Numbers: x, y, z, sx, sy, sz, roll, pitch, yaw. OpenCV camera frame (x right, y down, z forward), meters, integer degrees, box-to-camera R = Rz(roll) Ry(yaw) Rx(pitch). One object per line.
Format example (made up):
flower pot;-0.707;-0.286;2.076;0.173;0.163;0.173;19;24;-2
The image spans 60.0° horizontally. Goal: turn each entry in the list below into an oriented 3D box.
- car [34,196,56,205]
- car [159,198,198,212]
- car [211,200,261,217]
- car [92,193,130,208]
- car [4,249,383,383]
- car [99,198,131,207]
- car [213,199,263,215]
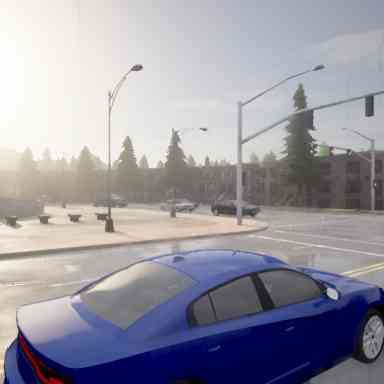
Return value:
car;-27.282;1.504;60.435;4.892;1.490;1.837;0;0;8
car;-1.781;1.601;38.096;1.895;1.301;4.718;0;0;-39
car;3.823;1.478;30.620;1.882;1.535;5.008;0;0;-36
car;-11.720;1.223;47.332;5.566;2.045;2.150;0;0;32
car;0.528;1.478;4.175;5.008;1.535;1.882;0;0;-35
car;-11.949;1.600;51.503;4.718;1.301;1.895;0;0;29
car;4.782;1.547;35.268;2.033;1.411;5.357;0;0;-36
